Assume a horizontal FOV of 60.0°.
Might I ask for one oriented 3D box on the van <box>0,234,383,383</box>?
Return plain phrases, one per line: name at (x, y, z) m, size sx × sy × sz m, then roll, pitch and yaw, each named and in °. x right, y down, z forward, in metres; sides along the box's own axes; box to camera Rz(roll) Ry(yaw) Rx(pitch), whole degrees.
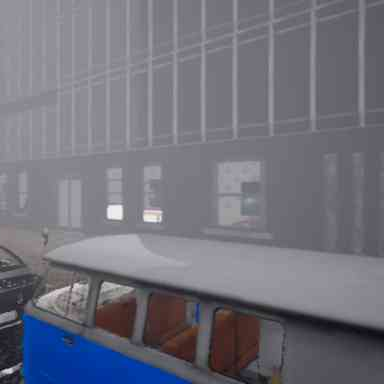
van at (0.211, 1.343, 2.718) m, size 3.998 × 1.788 × 1.690 m, roll 0°, pitch 0°, yaw 35°
